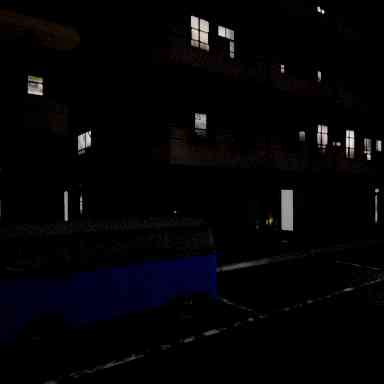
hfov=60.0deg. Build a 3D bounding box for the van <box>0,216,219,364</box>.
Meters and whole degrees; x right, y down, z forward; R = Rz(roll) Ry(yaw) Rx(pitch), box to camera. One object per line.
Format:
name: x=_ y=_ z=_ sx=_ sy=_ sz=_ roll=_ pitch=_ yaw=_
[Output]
van: x=-1.431 y=1.341 z=5.550 sx=3.998 sy=1.788 sz=1.690 roll=0 pitch=0 yaw=-35
